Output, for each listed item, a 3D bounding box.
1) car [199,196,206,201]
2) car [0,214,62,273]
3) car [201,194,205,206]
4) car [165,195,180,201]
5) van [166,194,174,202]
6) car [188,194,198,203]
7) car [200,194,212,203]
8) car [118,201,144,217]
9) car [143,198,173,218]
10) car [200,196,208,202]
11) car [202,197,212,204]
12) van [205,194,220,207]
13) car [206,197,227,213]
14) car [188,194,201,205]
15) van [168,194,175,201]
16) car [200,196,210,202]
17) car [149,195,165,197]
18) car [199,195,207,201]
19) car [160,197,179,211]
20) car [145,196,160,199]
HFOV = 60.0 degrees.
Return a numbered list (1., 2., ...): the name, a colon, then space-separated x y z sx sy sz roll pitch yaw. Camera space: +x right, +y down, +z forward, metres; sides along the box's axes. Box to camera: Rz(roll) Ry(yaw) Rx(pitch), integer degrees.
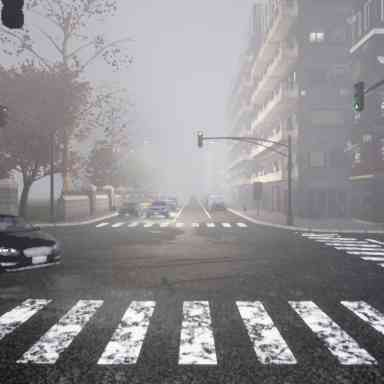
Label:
1. car: 2.998 1.699 92.832 1.802 1.307 4.206 0 0 0
2. car: -5.801 1.410 9.792 4.902 1.511 2.128 1 -1 36
3. car: 2.869 1.479 53.422 1.967 1.590 4.097 0 0 0
4. car: -2.910 1.540 50.436 1.837 1.490 4.892 0 0 0
5. van: -5.419 1.431 81.600 1.690 1.788 3.998 0 0 0
6. car: 0.246 1.424 71.423 2.097 1.767 4.553 0 0 0
7. car: 2.925 1.382 70.312 2.192 1.841 5.009 0 0 0
8. car: -5.585 1.579 30.928 1.947 1.339 4.313 0 0 0
9. car: -2.993 1.539 30.321 1.812 1.442 4.674 0 0 0
10. car: 2.961 1.634 81.572 1.887 1.381 4.507 0 0 0
11. car: 2.906 1.602 64.681 1.887 1.381 4.507 0 0 0
12. van: 2.833 1.365 42.161 1.690 1.788 3.998 0 0 0
13. car: 2.813 1.563 36.530 1.887 1.381 4.507 0 0 0
14. car: 0.303 1.577 61.343 1.812 1.442 4.674 0 0 0
15. van: -5.400 1.444 87.229 1.690 1.788 3.998 0 0 0
16. car: 2.943 1.628 75.942 2.008 1.369 4.403 0 0 0
17. car: -5.529 1.346 47.819 2.192 1.841 5.009 0 0 0
18. car: 2.980 1.543 87.201 1.967 1.590 4.097 0 0 0
19. car: -2.960 1.623 40.245 1.895 1.301 4.718 0 0 0
20. car: -5.548 1.549 42.019 1.752 1.417 4.829 0 0 0
